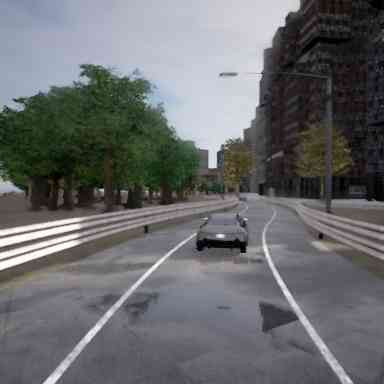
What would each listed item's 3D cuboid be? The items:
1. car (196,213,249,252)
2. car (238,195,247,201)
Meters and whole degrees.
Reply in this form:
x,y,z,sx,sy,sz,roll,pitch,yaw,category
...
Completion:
x,y,z,sx,sy,sz,roll,pitch,yaw,category
1.407,1.572,14.101,1.994,1.385,4.181,0,0,10,car
12.132,1.479,81.467,2.128,1.511,4.902,0,0,-3,car
